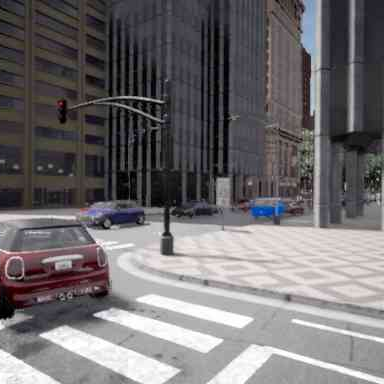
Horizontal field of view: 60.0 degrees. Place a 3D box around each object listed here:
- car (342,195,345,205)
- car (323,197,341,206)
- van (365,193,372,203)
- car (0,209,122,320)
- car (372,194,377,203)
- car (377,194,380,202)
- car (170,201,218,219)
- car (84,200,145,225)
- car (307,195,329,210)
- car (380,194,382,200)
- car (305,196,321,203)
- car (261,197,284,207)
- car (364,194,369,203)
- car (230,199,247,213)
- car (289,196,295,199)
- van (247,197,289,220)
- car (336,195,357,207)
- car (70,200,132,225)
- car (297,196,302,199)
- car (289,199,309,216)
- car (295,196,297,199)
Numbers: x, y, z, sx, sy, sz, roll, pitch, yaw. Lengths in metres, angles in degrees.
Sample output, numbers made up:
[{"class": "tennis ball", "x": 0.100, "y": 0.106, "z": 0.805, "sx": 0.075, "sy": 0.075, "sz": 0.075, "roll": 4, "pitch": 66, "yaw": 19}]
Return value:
[{"class": "car", "x": 19.340, "y": 1.369, "z": 46.304, "sx": 2.192, "sy": 1.841, "sz": 5.009, "roll": 1, "pitch": 0, "yaw": 36}, {"class": "car", "x": 24.362, "y": 1.564, "z": 57.818, "sx": 1.812, "sy": 1.442, "sz": 4.674, "roll": 1, "pitch": 0, "yaw": 36}, {"class": "van", "x": 35.258, "y": 1.417, "z": 68.367, "sx": 1.690, "sy": 1.788, "sz": 3.998, "roll": 1, "pitch": 0, "yaw": 36}, {"class": "car", "x": -3.737, "y": 1.385, "z": 7.772, "sx": 2.097, "sy": 1.767, "sz": 4.553, "roll": 0, "pitch": 0, "yaw": -40}, {"class": "car", "x": 38.440, "y": 1.646, "z": 72.781, "sx": 1.947, "sy": 1.339, "sz": 4.313, "roll": 1, "pitch": 0, "yaw": 36}, {"class": "car", "x": 41.624, "y": 1.630, "z": 77.193, "sx": 1.887, "sy": 1.381, "sz": 4.507, "roll": 1, "pitch": 0, "yaw": 36}, {"class": "car", "x": 0.342, "y": 1.565, "z": 29.990, "sx": 2.033, "sy": 1.411, "sz": 5.357, "roll": 1, "pitch": 0, "yaw": 36}, {"class": "car", "x": -5.248, "y": 1.383, "z": 22.168, "sx": 2.097, "sy": 1.767, "sz": 4.553, "roll": 1, "pitch": 0, "yaw": 35}, {"class": "car", "x": 16.155, "y": 1.492, "z": 41.891, "sx": 1.967, "sy": 1.590, "sz": 4.097, "roll": 1, "pitch": 0, "yaw": 36}, {"class": "car", "x": 44.808, "y": 1.531, "z": 81.605, "sx": 1.967, "sy": 1.590, "sz": 4.097, "roll": 1, "pitch": 0, "yaw": 36}, {"class": "car", "x": 25.155, "y": 1.541, "z": 68.938, "sx": 2.008, "sy": 1.369, "sz": 4.403, "roll": 1, "pitch": 0, "yaw": 36}, {"class": "car", "x": 12.422, "y": 1.518, "z": 51.289, "sx": 1.887, "sy": 1.381, "sz": 4.507, "roll": 1, "pitch": 0, "yaw": 36}, {"class": "car", "x": 32.073, "y": 1.616, "z": 63.955, "sx": 1.887, "sy": 1.381, "sz": 4.507, "roll": 1, "pitch": 0, "yaw": 36}, {"class": "car", "x": 6.089, "y": 1.531, "z": 37.960, "sx": 1.812, "sy": 1.442, "sz": 4.674, "roll": 1, "pitch": 0, "yaw": 36}, {"class": "car", "x": 12.125, "y": 1.475, "z": 46.256, "sx": 1.882, "sy": 1.535, "sz": 5.008, "roll": 1, "pitch": 0, "yaw": 36}, {"class": "van", "x": 6.606, "y": 1.411, "z": 28.653, "sx": 1.690, "sy": 1.788, "sz": 3.998, "roll": 1, "pitch": 1, "yaw": 36}, {"class": "car", "x": 25.707, "y": 1.377, "z": 55.128, "sx": 2.192, "sy": 1.841, "sz": 5.009, "roll": 1, "pitch": 0, "yaw": 36}, {"class": "car", "x": -6.676, "y": 1.443, "z": 24.816, "sx": 1.967, "sy": 1.590, "sz": 4.097, "roll": 1, "pitch": 1, "yaw": 36}, {"class": "car", "x": 18.789, "y": 1.422, "z": 60.113, "sx": 1.967, "sy": 1.590, "sz": 4.097, "roll": 1, "pitch": 0, "yaw": 36}, {"class": "car", "x": 9.788, "y": 1.645, "z": 33.068, "sx": 1.802, "sy": 1.307, "sz": 4.206, "roll": 1, "pitch": 1, "yaw": 36}, {"class": "car", "x": 15.605, "y": 1.559, "z": 55.701, "sx": 1.802, "sy": 1.307, "sz": 4.206, "roll": 1, "pitch": 0, "yaw": 36}]
